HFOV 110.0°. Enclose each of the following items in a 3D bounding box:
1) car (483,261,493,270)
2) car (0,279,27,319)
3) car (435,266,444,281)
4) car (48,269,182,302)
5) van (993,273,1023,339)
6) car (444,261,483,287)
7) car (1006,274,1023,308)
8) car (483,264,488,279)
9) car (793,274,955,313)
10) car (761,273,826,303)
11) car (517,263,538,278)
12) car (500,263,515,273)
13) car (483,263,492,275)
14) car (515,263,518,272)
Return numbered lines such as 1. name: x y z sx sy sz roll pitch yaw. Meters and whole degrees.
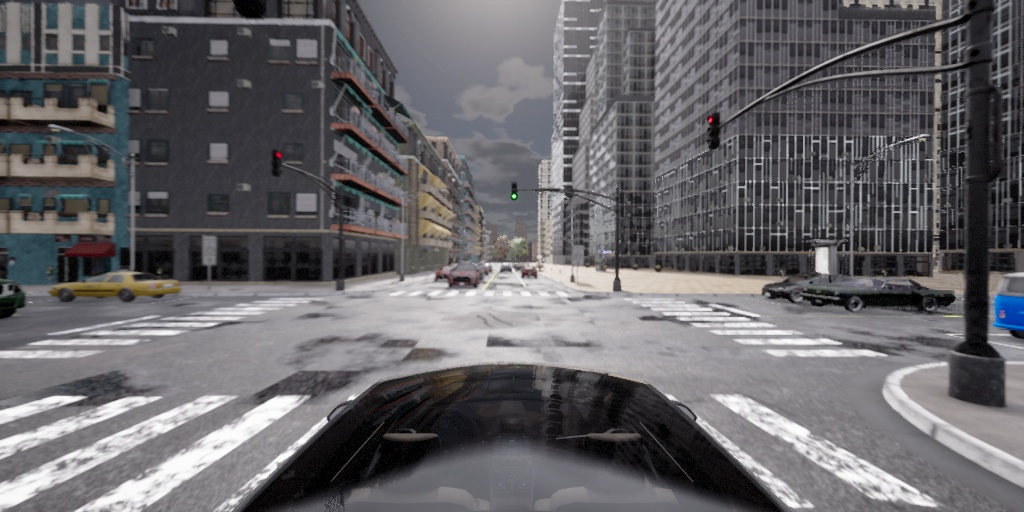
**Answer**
1. car: -4.073 1.865 56.679 2.128 1.511 4.902 0 -1 -1
2. car: -18.406 1.026 10.713 5.566 2.045 2.150 0 0 -1
3. car: -6.317 1.643 34.812 1.888 1.381 4.507 0 0 -1
4. car: -18.182 1.312 16.515 4.829 1.417 1.751 0 0 -1
5. van: 14.533 1.285 8.772 3.998 1.789 1.690 0 0 -1
6. car: -3.559 1.376 27.146 2.097 1.767 4.553 0 -1 -2
7. car: 24.385 1.516 14.751 5.357 1.411 2.033 0 0 -1
8. car: -3.744 1.730 36.170 1.895 1.301 4.718 0 -1 -1
9. car: 14.599 1.527 14.563 4.718 1.301 1.895 0 0 -1
10. car: 14.370 1.483 17.151 4.313 1.339 1.948 0 0 -1
11. car: 1.926 1.762 40.666 1.888 1.381 4.507 0 0 -1
12. car: -0.916 1.995 56.791 1.895 1.301 4.718 0 -1 -1
13. car: -3.921 1.849 46.231 1.895 1.301 4.718 0 -1 -1
14. car: 1.521 2.037 63.257 2.007 1.370 4.403 0 0 -1
